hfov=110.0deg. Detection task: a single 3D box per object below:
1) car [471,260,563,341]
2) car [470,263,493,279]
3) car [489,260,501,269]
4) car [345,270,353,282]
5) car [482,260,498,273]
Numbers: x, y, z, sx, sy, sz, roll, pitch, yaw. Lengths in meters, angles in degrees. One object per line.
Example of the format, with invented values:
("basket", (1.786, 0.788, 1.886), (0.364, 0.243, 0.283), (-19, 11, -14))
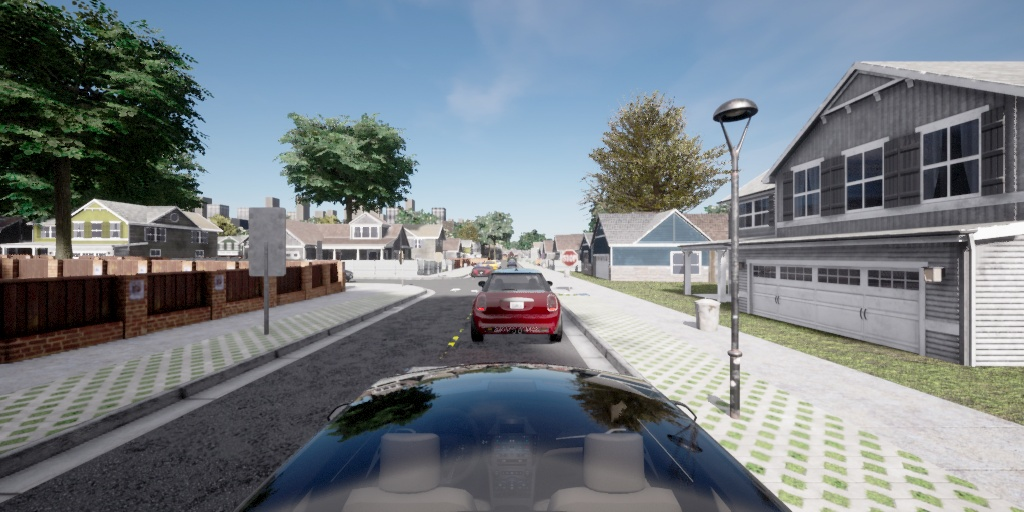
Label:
("car", (0.103, 1.108, 10.017), (2.097, 1.767, 4.553), (0, 0, 0))
("car", (-2.861, 1.369, 34.782), (1.994, 1.385, 4.181), (0, 0, -2))
("car", (-2.805, 1.397, 61.124), (1.812, 1.442, 4.674), (0, 0, 0))
("car", (-13.554, 1.155, 25.060), (4.674, 1.442, 1.812), (1, 0, 2))
("car", (-2.839, 1.311, 47.317), (1.882, 1.535, 5.008), (0, 0, 0))
